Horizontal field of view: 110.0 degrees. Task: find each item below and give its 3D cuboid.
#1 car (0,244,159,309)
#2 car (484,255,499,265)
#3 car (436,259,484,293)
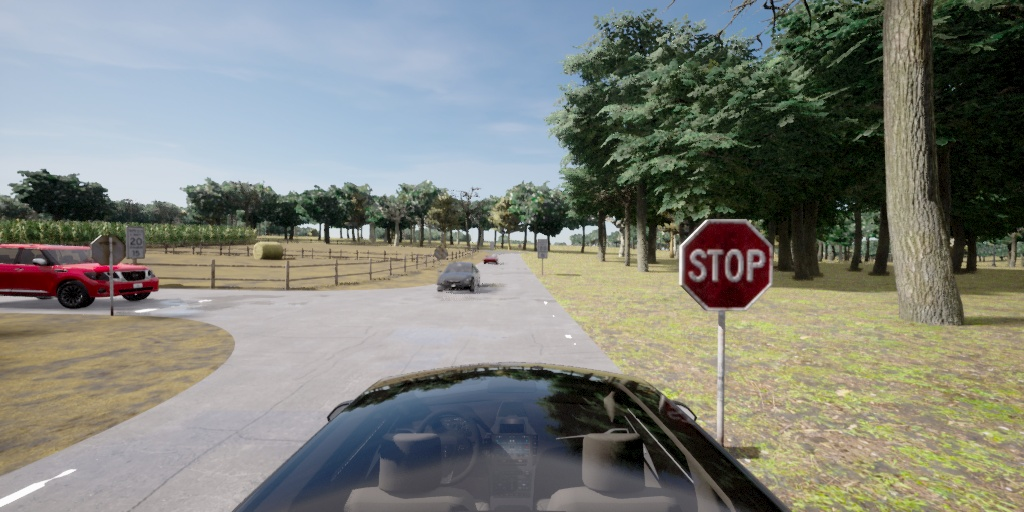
[{"bbox_3d":[-15.722,0.623,12.396,5.566,2.045,2.150,1,1,-1],"label":"car"},{"bbox_3d":[-2.746,0.498,46.820,1.895,1.301,4.718,0,2,0],"label":"car"},{"bbox_3d":[-2.747,1.107,19.221,1.837,1.490,4.892,0,1,0],"label":"car"}]
